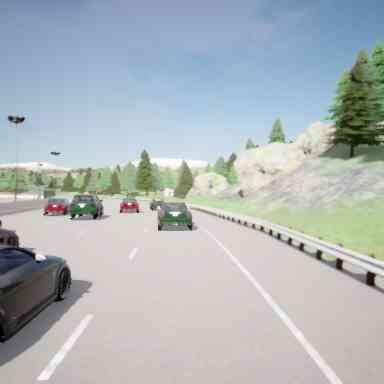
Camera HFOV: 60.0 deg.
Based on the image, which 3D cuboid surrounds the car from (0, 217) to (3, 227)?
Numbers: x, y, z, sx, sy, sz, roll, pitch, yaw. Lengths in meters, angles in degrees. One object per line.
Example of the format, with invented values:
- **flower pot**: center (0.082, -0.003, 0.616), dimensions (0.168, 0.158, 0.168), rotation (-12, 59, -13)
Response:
- **car**: center (-7.313, 1.579, 10.609), dimensions (1.994, 1.385, 4.181), rotation (0, 0, -3)

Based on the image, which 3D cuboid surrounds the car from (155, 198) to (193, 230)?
- **car**: center (-1.187, 1.355, 21.539), dimensions (2.097, 1.767, 4.553), rotation (0, 0, -6)

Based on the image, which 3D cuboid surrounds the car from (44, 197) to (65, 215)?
- **car**: center (-13.527, 1.380, 34.021), dimensions (2.097, 1.767, 4.553), rotation (0, 0, -10)

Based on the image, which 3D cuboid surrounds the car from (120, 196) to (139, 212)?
- **car**: center (-7.226, 1.367, 38.490), dimensions (2.097, 1.767, 4.553), rotation (0, 0, -10)

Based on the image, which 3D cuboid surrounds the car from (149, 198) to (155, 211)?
- **car**: center (-4.354, 1.501, 41.975), dimensions (2.128, 1.511, 4.902), rotation (0, 0, -11)

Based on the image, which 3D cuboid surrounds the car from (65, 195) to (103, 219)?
- **car**: center (-9.198, 1.240, 29.314), dimensions (2.150, 2.045, 5.566), rotation (0, 0, -8)

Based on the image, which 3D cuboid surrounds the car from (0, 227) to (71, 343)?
- **car**: center (-3.589, 1.571, 5.614), dimensions (1.994, 1.385, 4.181), rotation (0, 0, -2)
